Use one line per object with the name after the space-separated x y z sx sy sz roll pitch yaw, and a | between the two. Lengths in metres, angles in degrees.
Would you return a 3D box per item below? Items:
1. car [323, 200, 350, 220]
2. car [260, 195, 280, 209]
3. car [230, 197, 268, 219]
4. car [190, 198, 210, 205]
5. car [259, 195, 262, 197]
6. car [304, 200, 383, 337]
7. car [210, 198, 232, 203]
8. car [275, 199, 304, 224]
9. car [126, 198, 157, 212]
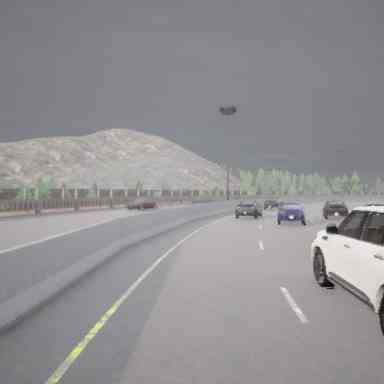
12.432 1.497 28.938 1.837 1.490 4.892 0 0 20 | car
10.470 1.494 42.061 1.837 1.490 4.892 0 0 27 | car
5.051 1.484 29.097 2.128 1.511 4.902 0 0 19 | car
1.556 1.535 48.020 2.033 1.411 5.357 0 0 28 | car
16.025 1.398 74.011 1.837 1.490 4.892 0 0 42 | car
3.921 1.220 5.998 2.150 2.045 5.566 0 0 4 | car
4.873 1.535 46.820 2.033 1.411 5.357 0 0 28 | car
7.266 1.519 24.421 1.812 1.442 4.674 0 0 15 | car
-5.983 1.468 39.957 1.882 1.535 5.008 0 0 23 | car
